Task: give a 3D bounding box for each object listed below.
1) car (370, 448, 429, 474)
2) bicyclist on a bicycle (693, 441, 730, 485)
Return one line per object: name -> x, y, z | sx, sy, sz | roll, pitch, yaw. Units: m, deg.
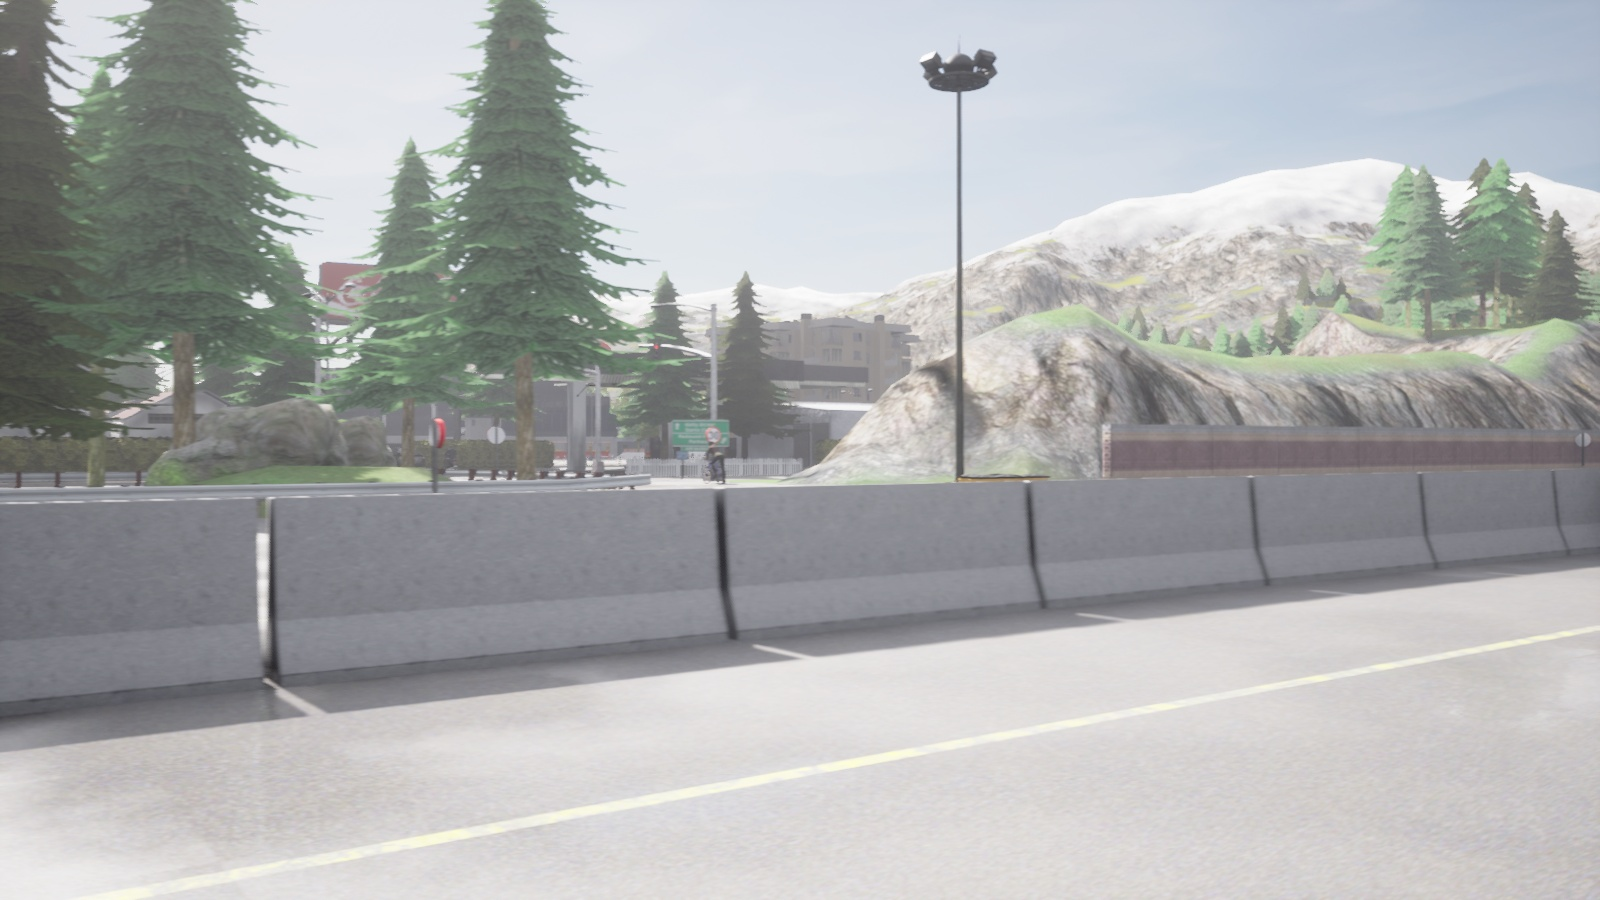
car -> -24.728, 0.688, 77.424 | 2.128, 1.511, 4.902 | 1, 0, -35
bicyclist on a bicycle -> -3.335, 0.490, 47.043 | 0.582, 1.620, 1.656 | 0, 0, -36
